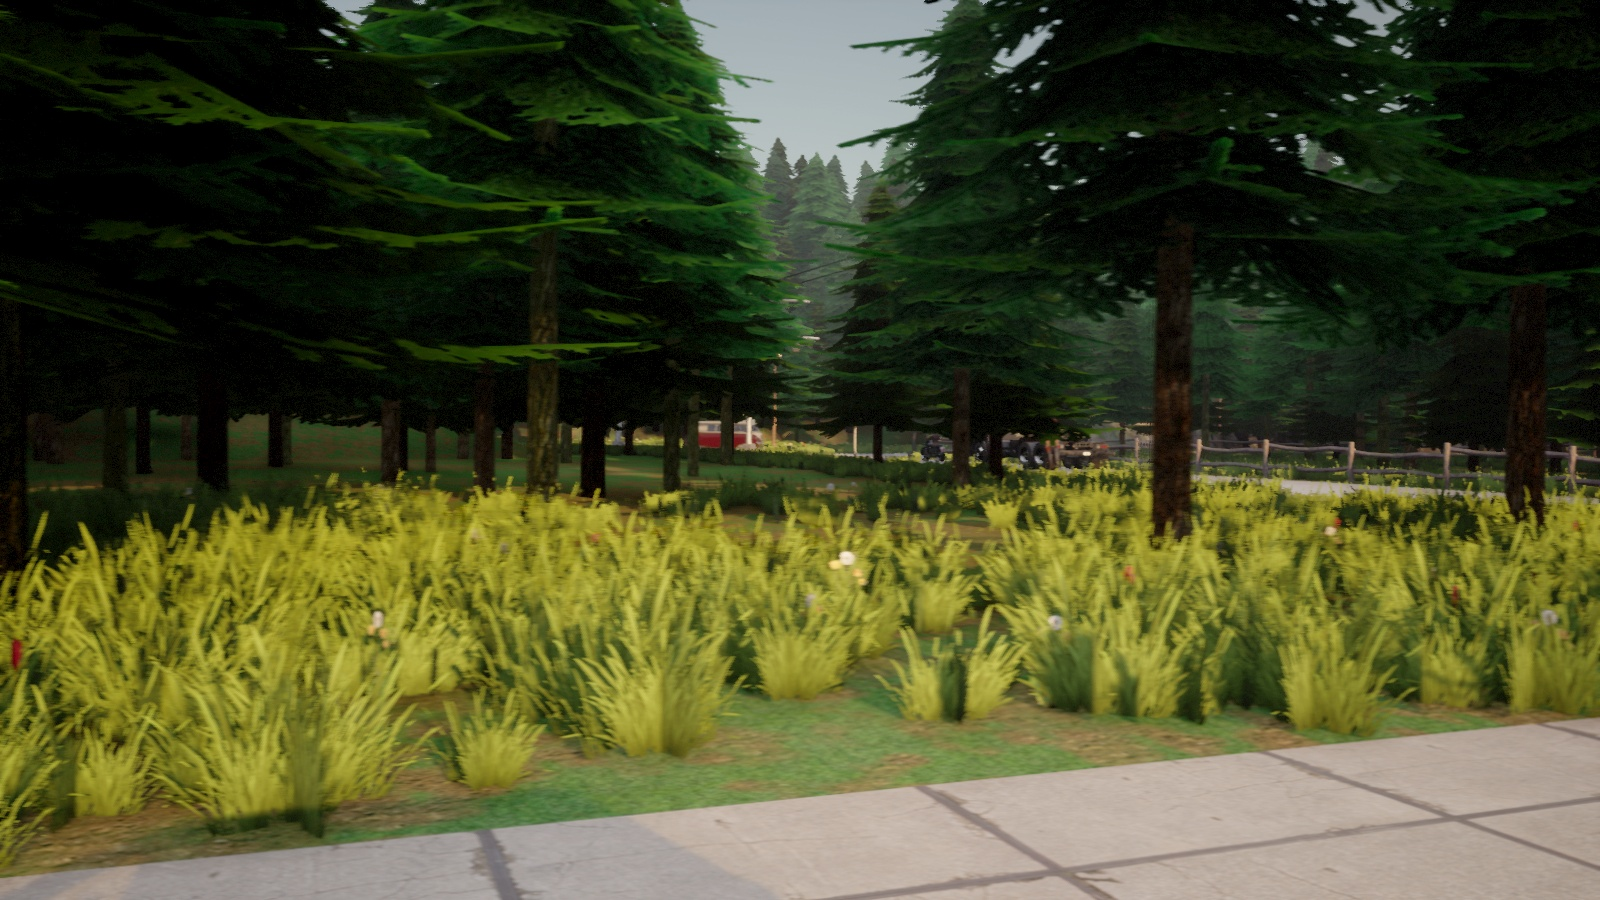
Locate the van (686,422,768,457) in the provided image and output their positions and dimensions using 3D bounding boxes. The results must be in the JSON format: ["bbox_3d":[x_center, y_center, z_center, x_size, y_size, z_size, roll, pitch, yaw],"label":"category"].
[{"bbox_3d":[-4.274,-0.622,73.701,4.442,1.987,1.775,0,1,13],"label":"van"}]

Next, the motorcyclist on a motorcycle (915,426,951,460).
[{"bbox_3d":[6.523,-0.353,61.685,0.766,1.649,2.350,-1,1,-21],"label":"motorcyclist on a motorcycle"}]

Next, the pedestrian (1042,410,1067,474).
[{"bbox_3d":[7.335,-0.235,36.200,0.328,1.805,0.869,-1,1,-17],"label":"pedestrian"}]

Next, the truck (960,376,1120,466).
[{"bbox_3d":[9.824,-1.171,52.477,2.891,3.462,7.936,-1,1,-20],"label":"truck"}]
